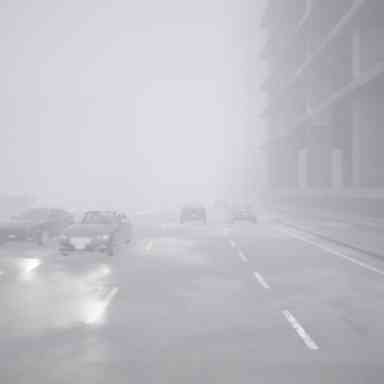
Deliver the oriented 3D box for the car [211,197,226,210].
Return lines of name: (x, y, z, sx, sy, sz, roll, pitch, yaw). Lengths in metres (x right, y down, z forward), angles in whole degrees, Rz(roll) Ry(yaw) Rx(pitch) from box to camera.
car: (3.553, 1.389, 42.385, 1.882, 1.535, 5.008, 0, 0, 0)

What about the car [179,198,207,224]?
car: (0.087, 1.426, 24.627, 1.882, 1.535, 5.008, 0, 0, 0)

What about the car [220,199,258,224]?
car: (3.508, 1.497, 24.360, 2.033, 1.411, 5.357, 0, 0, 0)

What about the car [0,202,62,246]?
car: (-7.007, 1.445, 15.427, 1.882, 1.535, 5.008, 0, 0, 0)

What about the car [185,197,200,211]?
car: (0.050, 1.440, 41.173, 1.812, 1.442, 4.674, 0, 0, 0)

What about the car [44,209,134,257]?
car: (-3.529, 1.466, 12.983, 2.128, 1.511, 4.902, 0, 0, 0)
